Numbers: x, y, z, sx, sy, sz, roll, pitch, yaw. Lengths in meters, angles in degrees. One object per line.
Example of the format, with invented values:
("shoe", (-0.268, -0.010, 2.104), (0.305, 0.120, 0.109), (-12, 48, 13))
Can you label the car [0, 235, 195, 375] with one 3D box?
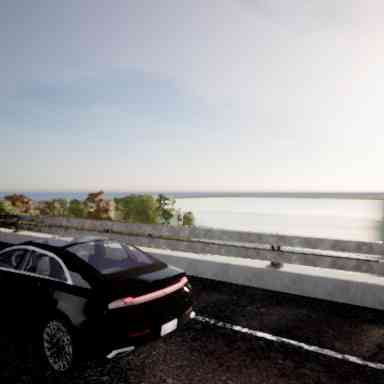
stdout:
("car", (-2.258, 1.494, 5.620), (4.902, 1.511, 2.128), (0, 0, 36))
